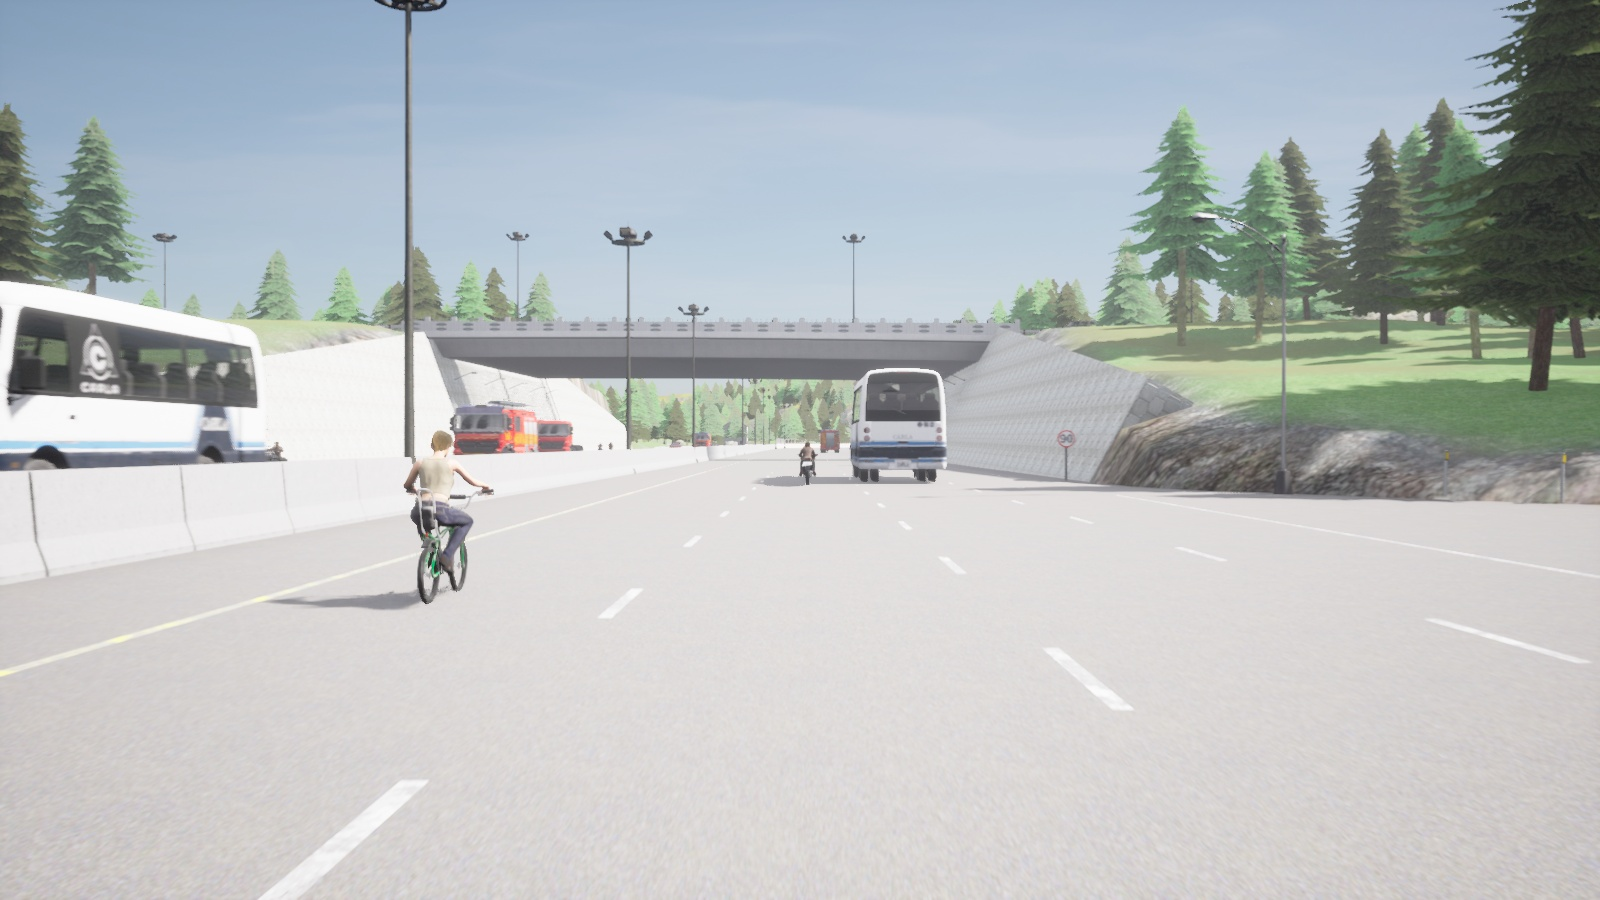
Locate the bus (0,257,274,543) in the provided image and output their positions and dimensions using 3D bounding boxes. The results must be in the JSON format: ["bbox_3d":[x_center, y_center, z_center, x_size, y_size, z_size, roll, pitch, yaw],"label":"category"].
[{"bbox_3d":[-13.852,-0.772,23.142,3.944,4.253,10.273,0,0,0],"label":"bus"}]

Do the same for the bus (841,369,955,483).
[{"bbox_3d":[3.810,-0.918,51.676,3.944,4.253,10.273,0,0,0],"label":"bus"}]

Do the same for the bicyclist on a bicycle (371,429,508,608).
[{"bbox_3d":[-3.421,0.612,12.052,0.866,1.612,1.509,0,0,1],"label":"bicyclist on a bicycle"}]

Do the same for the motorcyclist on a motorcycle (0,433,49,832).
[{"bbox_3d":[-3.461,0.703,4.091,0.797,1.523,2.044,0,0,0],"label":"motorcyclist on a motorcycle"}]

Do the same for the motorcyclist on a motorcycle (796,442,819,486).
[{"bbox_3d":[0.269,0.478,44.595,0.797,1.523,2.044,0,0,0],"label":"motorcyclist on a motorcycle"}]

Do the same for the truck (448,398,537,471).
[{"bbox_3d":[-17.084,-0.829,70.371,2.891,3.827,8.468,0,0,0],"label":"truck"}]
